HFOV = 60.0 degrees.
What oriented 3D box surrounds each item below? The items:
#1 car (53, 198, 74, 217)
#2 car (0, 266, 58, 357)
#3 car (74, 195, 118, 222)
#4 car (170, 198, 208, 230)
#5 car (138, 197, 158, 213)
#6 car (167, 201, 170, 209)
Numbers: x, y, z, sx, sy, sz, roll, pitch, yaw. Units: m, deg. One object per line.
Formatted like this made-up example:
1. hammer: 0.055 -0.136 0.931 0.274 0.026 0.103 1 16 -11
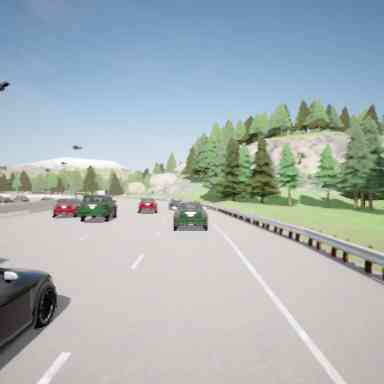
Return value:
1. car: -11.325 1.350 31.080 2.097 1.767 4.553 0 0 -5
2. car: -3.400 1.564 4.302 1.994 1.385 4.181 0 0 0
3. car: -7.459 1.220 26.919 2.150 2.045 5.566 0 0 -4
4. car: -0.167 1.351 21.355 2.097 1.767 4.553 0 0 -2
5. car: -4.966 1.350 37.494 2.097 1.767 4.553 0 0 -7
6. car: -1.999 1.489 41.995 2.128 1.511 4.902 0 0 -8
